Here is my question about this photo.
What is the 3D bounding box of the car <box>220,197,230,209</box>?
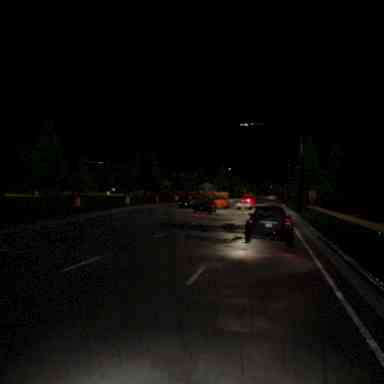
[{"bbox_3d":[4.393,1.485,49.169,2.097,1.767,4.553,2,0,14],"label":"car"}]

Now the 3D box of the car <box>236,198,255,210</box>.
[{"bbox_3d":[7.256,1.834,45.841,1.895,1.301,4.718,2,0,13],"label":"car"}]

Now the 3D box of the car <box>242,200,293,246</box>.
[{"bbox_3d":[3.807,1.476,16.377,2.097,1.767,4.553,2,0,14],"label":"car"}]

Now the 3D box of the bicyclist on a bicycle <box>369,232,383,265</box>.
[{"bbox_3d":[6.458,1.518,10.401,1.656,1.620,0.582,2,0,13],"label":"bicyclist on a bicycle"}]

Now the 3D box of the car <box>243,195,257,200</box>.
[{"bbox_3d":[9.598,1.531,55.603,2.150,2.045,5.566,2,0,13],"label":"car"}]

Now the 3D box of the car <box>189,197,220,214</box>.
[{"bbox_3d":[1.521,1.517,37.099,1.882,1.535,5.008,2,0,14],"label":"car"}]

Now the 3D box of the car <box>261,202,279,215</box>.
[{"bbox_3d":[9.325,1.906,39.557,1.895,1.301,4.718,2,0,14],"label":"car"}]

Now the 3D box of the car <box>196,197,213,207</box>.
[{"bbox_3d":[2.035,1.577,54.067,1.812,1.442,4.674,2,0,13],"label":"car"}]

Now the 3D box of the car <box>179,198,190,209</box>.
[{"bbox_3d":[-0.275,1.540,44.424,1.994,1.385,4.181,2,0,14],"label":"car"}]
